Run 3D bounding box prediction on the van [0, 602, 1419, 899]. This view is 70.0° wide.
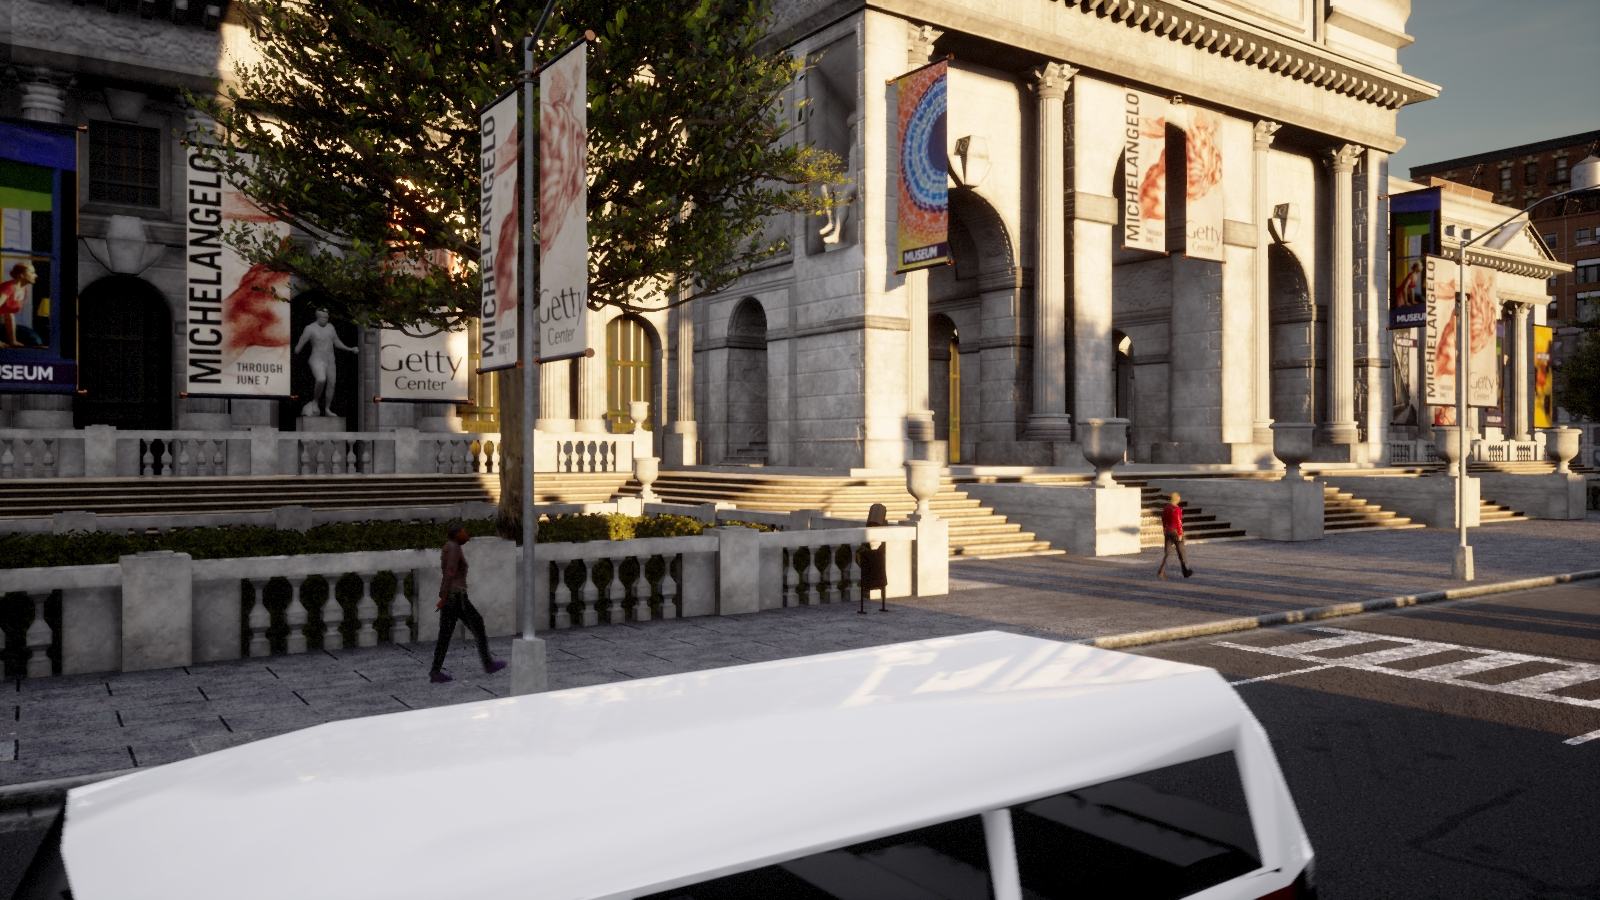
[{"bbox_3d":[-0.256,1.782,3.604,4.480,2.038,2.069,0,0,-34],"label":"van"}]

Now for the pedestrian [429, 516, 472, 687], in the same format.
[{"bbox_3d":[-3.958,1.696,12.943,0.375,1.860,0.375,0,0,-34],"label":"pedestrian"}]

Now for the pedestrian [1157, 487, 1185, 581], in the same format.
[{"bbox_3d":[7.492,1.696,23.083,0.375,1.860,0.375,0,0,-31],"label":"pedestrian"}]
